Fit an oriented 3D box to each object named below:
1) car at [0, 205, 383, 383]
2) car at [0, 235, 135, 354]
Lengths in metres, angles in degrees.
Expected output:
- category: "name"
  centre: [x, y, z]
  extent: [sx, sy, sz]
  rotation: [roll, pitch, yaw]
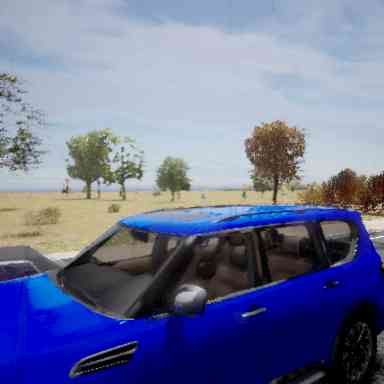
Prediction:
- category: "car"
  centre: [0.013, 1.213, 3.697]
  extent: [5.566, 2.045, 2.150]
  rotation: [0, 0, -36]
- category: "car"
  centre: [-3.472, 1.601, 5.202]
  extent: [4.718, 1.301, 1.895]
  rotation: [0, 0, -36]
